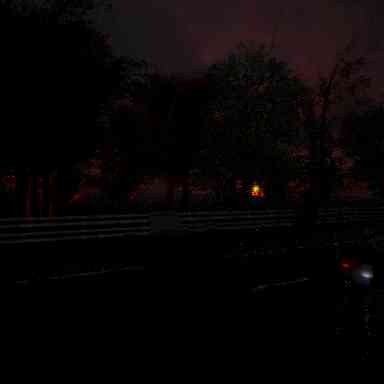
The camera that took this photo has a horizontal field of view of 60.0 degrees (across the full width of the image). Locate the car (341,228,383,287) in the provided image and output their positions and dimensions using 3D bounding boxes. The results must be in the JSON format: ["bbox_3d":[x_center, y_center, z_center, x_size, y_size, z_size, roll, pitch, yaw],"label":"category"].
[{"bbox_3d":[5.685,1.602,8.379,4.674,1.442,1.812,1,0,-33],"label":"car"}]
